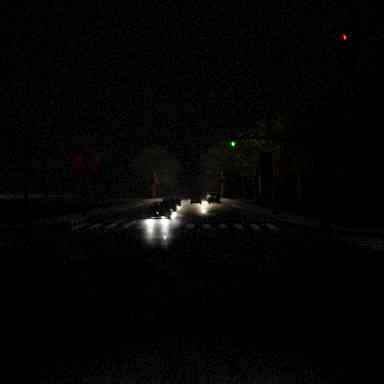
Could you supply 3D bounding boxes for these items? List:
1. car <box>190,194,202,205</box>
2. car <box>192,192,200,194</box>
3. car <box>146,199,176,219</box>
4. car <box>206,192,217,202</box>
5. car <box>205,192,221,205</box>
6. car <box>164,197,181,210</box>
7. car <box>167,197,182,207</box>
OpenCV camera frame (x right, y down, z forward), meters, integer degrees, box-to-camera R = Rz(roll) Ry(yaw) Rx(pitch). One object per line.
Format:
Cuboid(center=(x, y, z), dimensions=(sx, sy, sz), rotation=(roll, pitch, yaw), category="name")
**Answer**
Cuboid(center=(0.732, 1.545, 60.043), dimensions=(1.994, 1.385, 4.181), rotation=(0, 0, 0), category="car")
Cuboid(center=(0.796, 1.033, 70.080), dimensions=(2.150, 2.045, 5.566), rotation=(0, 0, 0), category="car")
Cuboid(center=(-2.795, 1.566, 29.374), dimensions=(1.994, 1.385, 4.181), rotation=(0, 0, 1), category="car")
Cuboid(center=(4.046, 1.029, 70.060), dimensions=(2.150, 2.045, 5.566), rotation=(0, 0, 0), category="car")
Cuboid(center=(3.982, 1.329, 59.992), dimensions=(2.097, 1.767, 4.553), rotation=(0, 0, 0), category="car")
Cuboid(center=(-2.737, 1.488, 39.722), dimensions=(2.128, 1.511, 4.902), rotation=(0, 0, 0), category="car")
Cuboid(center=(-2.635, 1.538, 51.702), dimensions=(2.033, 1.411, 5.357), rotation=(0, 0, 1), category="car")
